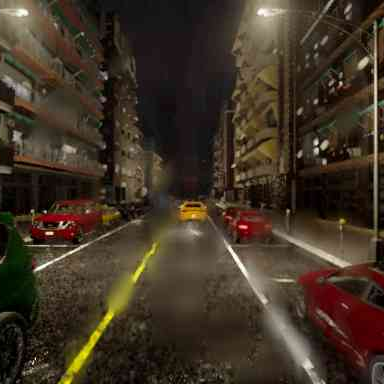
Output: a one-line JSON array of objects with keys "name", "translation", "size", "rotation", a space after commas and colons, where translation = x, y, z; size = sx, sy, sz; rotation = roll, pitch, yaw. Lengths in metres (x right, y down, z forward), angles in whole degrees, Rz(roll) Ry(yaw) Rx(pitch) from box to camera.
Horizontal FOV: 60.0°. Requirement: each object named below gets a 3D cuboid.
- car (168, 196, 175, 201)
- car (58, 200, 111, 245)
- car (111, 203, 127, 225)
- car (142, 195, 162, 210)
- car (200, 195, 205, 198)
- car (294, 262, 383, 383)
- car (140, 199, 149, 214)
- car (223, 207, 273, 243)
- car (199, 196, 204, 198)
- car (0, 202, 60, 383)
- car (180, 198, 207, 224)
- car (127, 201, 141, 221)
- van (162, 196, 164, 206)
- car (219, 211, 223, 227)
[{"name": "car", "translation": [-5.819, 1.784, 93.926], "size": [1.802, 1.307, 4.206], "rotation": [0, 0, 0]}, {"name": "car", "translation": [-5.687, 1.321, 15.795], "size": [2.192, 1.841, 5.009], "rotation": [0, 0, 0]}, {"name": "car", "translation": [-5.688, 1.535, 21.316], "size": [1.752, 1.417, 4.829], "rotation": [0, 0, 0]}, {"name": "car", "translation": [-5.688, 1.361, 44.245], "size": [2.192, 1.841, 5.009], "rotation": [0, 0, 0]}, {"name": "car", "translation": [2.821, 1.641, 93.927], "size": [1.967, 1.590, 4.097], "rotation": [0, 0, 0]}, {"name": "car", "translation": [2.693, 1.583, 4.413], "size": [1.802, 1.307, 4.206], "rotation": [0, 0, 0]}, {"name": "car", "translation": [-5.688, 1.606, 32.865], "size": [1.802, 1.307, 4.206], "rotation": [0, 0, 0]}, {"name": "car", "translation": [2.693, 1.588, 15.794], "size": [1.802, 1.307, 4.206], "rotation": [0, 0, 0]}, {"name": "car", "translation": [0.101, 1.590, 42.613], "size": [2.033, 1.411, 5.357], "rotation": [0, 0, 0]}, {"name": "car", "translation": [-3.086, 1.221, 2.153], "size": [2.150, 2.045, 5.566], "rotation": [0, 0, 0]}, {"name": "car", "translation": [0.101, 1.491, 25.006], "size": [1.882, 1.535, 5.008], "rotation": [0, 0, 0]}, {"name": "car", "translation": [-5.688, 1.582, 27.176], "size": [1.947, 1.339, 4.313], "rotation": [0, 0, 0]}, {"name": "van", "translation": [-5.688, 1.411, 55.627], "size": [1.690, 1.788, 3.998], "rotation": [0, 0, 0]}, {"name": "car", "translation": [2.692, 1.592, 21.484], "size": [1.802, 1.307, 4.206], "rotation": [0, 0, 0]}]
